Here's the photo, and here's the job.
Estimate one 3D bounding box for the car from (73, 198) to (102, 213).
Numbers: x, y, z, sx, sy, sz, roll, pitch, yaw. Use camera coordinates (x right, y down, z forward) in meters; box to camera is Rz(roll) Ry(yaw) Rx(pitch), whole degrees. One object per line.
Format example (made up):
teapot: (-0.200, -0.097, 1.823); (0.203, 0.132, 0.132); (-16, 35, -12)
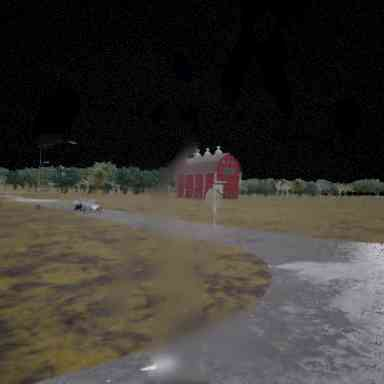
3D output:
car: (-10.924, 1.343, 34.544); (2.128, 1.511, 4.902); (3, -1, -36)
